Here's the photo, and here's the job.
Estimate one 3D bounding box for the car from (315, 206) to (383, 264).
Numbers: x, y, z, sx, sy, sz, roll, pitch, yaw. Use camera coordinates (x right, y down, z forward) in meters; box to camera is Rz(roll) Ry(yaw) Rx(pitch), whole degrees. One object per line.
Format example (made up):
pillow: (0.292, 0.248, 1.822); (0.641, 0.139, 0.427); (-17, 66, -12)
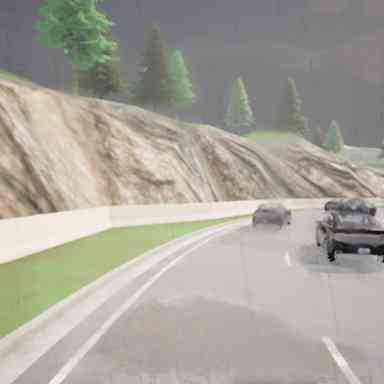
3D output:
car: (5.632, 1.496, 12.021); (2.128, 1.511, 4.902); (0, 0, 15)

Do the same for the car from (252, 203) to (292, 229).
car: (5.237, 1.463, 21.425); (2.128, 1.511, 4.902); (0, 0, 25)

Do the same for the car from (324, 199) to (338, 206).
car: (16.207, 1.499, 36.417); (4.902, 1.511, 2.128); (0, 0, -44)

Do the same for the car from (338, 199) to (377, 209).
car: (14.956, 1.372, 29.604); (2.097, 1.767, 4.553); (1, 0, 39)
